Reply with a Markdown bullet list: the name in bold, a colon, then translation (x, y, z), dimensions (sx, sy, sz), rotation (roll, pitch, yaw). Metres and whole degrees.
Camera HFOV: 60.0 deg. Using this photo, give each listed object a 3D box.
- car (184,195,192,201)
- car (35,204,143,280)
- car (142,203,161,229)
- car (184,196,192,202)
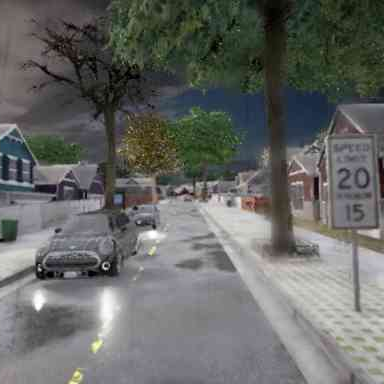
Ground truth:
- **car**: translation (-1.153, 1.675, 92.578), dimensions (1.994, 1.385, 4.181), rotation (-1, -1, -1)
- **car**: translation (-2.985, 1.403, 10.300), dimensions (2.097, 1.767, 4.553), rotation (-1, 0, -1)
- **car**: translation (-3.117, 1.541, 21.917), dimensions (1.837, 1.490, 4.892), rotation (-1, 0, -1)
- **car**: translation (-1.029, 1.736, 82.777), dimensions (1.994, 1.385, 4.181), rotation (-1, 0, -1)
